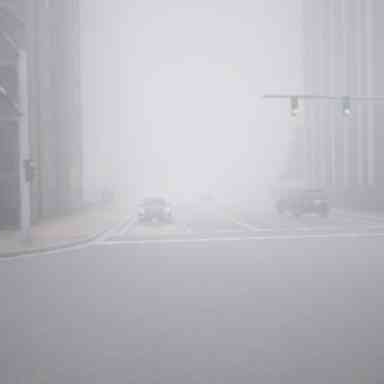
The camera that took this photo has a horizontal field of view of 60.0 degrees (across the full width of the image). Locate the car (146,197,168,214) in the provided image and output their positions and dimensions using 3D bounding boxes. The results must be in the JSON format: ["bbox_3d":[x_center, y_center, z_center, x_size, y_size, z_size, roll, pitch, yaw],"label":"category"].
[{"bbox_3d":[-3.437,1.249,33.526,2.033,1.411,5.357,-1,1,-4],"label":"car"}]

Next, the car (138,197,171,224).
[{"bbox_3d":[-2.535,1.148,23.043,2.097,1.767,4.553,-1,1,-5],"label":"car"}]

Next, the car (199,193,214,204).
[{"bbox_3d":[2.109,0.916,50.061,2.128,1.511,4.902,-1,1,-6],"label":"car"}]

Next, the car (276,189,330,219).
[{"bbox_3d":[8.041,0.805,24.690,2.150,2.045,5.566,-1,1,-5],"label":"car"}]
